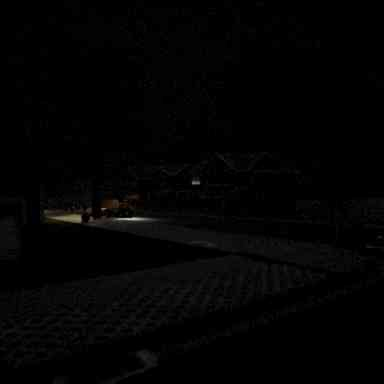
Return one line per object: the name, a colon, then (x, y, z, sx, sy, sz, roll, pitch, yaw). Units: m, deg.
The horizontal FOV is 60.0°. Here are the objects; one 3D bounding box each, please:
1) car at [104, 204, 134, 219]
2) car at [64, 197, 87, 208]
car: (-7.681, 2.006, 34.896, 1.994, 1.385, 4.181, -1, 0, -35)
car: (-16.907, 1.666, 48.064, 2.150, 2.045, 5.566, -1, 0, -35)
